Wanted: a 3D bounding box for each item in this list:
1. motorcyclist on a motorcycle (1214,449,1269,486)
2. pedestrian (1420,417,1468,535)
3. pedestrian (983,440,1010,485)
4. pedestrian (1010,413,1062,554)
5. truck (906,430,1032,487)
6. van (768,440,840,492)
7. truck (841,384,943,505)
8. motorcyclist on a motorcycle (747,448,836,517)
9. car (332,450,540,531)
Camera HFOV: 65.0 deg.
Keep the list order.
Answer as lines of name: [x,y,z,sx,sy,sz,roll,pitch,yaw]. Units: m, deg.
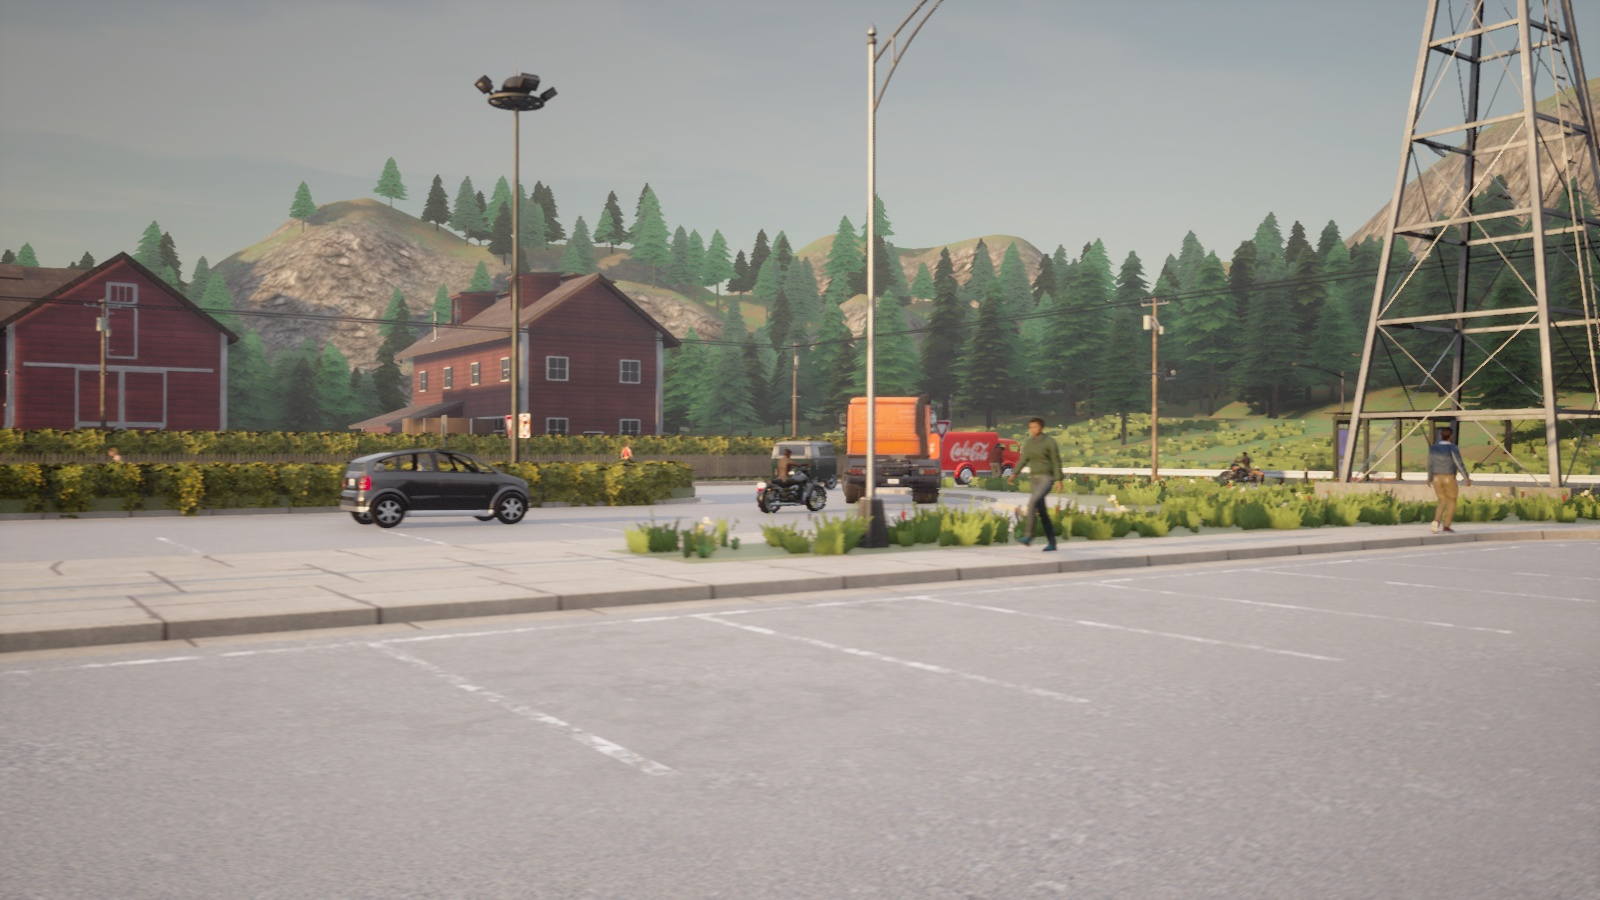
motorcyclist on a motorcycle: [19.939,0.792,56.822,0.766,1.649,2.350,0,0,-34]
pedestrian: [10.780,0.429,21.026,0.788,1.949,0.423,0,0,-38]
pedestrian: [8.232,0.512,52.631,0.899,1.844,0.634,0,0,-35]
pedestrian: [3.150,0.435,16.761,0.614,1.847,0.353,0,0,-36]
truck: [7.661,0.381,56.844,5.204,2.467,2.627,0,0,-33]
van: [0.210,0.621,50.657,1.775,1.987,4.442,0,0,16]
truck: [2.827,-0.145,39.720,2.891,3.462,7.936,0,0,3]
motorcyclist on a motorcycle: [-0.193,0.771,31.224,0.766,1.649,2.350,0,0,45]
car: [-7.442,0.795,25.761,3.705,1.549,1.789,1,-1,-34]
